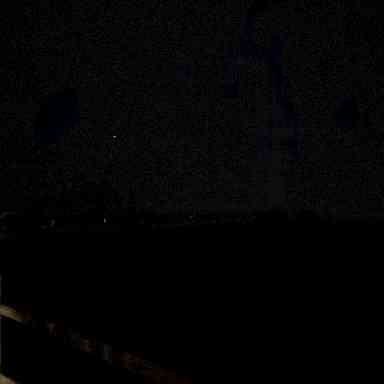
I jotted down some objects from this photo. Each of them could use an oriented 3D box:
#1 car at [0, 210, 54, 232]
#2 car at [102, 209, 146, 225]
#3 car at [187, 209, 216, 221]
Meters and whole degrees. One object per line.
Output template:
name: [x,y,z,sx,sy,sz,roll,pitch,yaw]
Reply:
car: [-12.430,2.056,23.964,1.837,1.490,4.892,0,-2,34]
car: [-6.515,2.451,32.334,2.128,1.511,4.902,0,-2,35]
car: [1.247,2.997,43.168,2.128,1.511,4.902,0,-2,36]
